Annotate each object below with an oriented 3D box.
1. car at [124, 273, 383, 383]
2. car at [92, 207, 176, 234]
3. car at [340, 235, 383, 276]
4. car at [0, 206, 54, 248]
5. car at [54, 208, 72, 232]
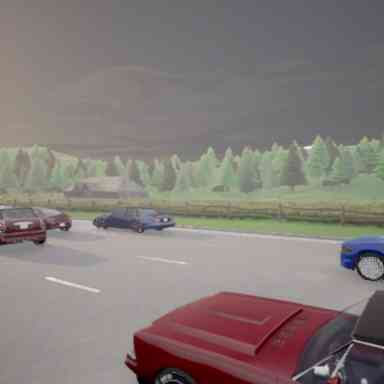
[{"bbox_3d":[1.641,1.601,2.820,4.718,1.301,1.895,0,0,35],"label":"car"},{"bbox_3d":[-3.474,1.558,19.361,5.357,1.411,2.033,0,0,35],"label":"car"},{"bbox_3d":[6.306,1.478,8.093,5.008,1.535,1.882,0,0,35],"label":"car"},{"bbox_3d":[-8.266,1.363,14.180,4.553,1.767,2.097,0,0,35],"label":"car"},{"bbox_3d":[-8.666,1.539,18.763,4.674,1.442,1.812,0,0,35],"label":"car"}]
